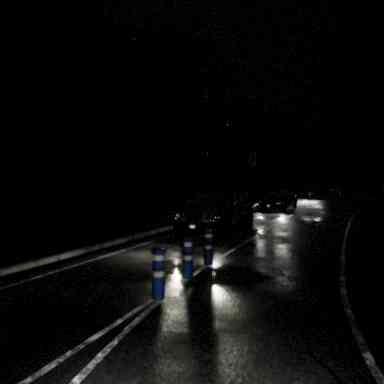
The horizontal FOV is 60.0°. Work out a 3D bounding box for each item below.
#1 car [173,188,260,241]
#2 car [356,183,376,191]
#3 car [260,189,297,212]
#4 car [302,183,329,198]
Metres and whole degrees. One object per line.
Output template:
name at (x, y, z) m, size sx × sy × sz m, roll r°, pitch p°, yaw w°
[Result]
car at (1.224, 0.871, 15.239) m, size 2.150 × 2.045 × 5.566 m, roll 0°, pitch 2°, yaw 26°
car at (21.290, -0.586, 40.810) m, size 1.895 × 1.301 × 4.718 m, roll 0°, pitch 3°, yaw 35°
car at (6.514, 0.573, 24.967) m, size 1.837 × 1.490 × 4.892 m, roll 0°, pitch 4°, yaw 31°
car at (13.239, -0.166, 35.407) m, size 2.128 × 1.511 × 4.902 m, roll 0°, pitch 3°, yaw 35°
